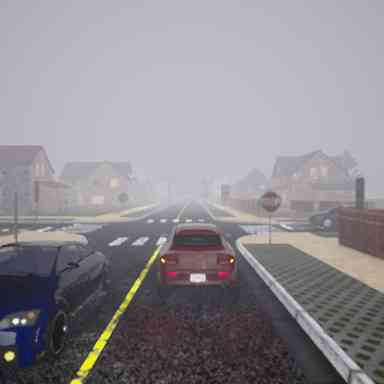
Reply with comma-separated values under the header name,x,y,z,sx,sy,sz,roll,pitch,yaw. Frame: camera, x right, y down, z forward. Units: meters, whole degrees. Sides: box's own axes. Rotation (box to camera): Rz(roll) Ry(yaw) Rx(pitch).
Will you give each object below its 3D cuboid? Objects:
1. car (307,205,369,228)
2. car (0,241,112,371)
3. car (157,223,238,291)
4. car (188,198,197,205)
name,x,y,z,sx,sy,sz,roll,pitch,yaw
car,10.518,1.687,23.118,4.892,1.490,1.837,0,0,0
car,-2.798,1.590,5.822,1.994,1.385,4.181,0,0,1
car,0.122,1.568,8.982,1.812,1.442,4.674,0,0,0
car,0.159,2.149,75.023,2.033,1.411,5.357,0,-1,0
